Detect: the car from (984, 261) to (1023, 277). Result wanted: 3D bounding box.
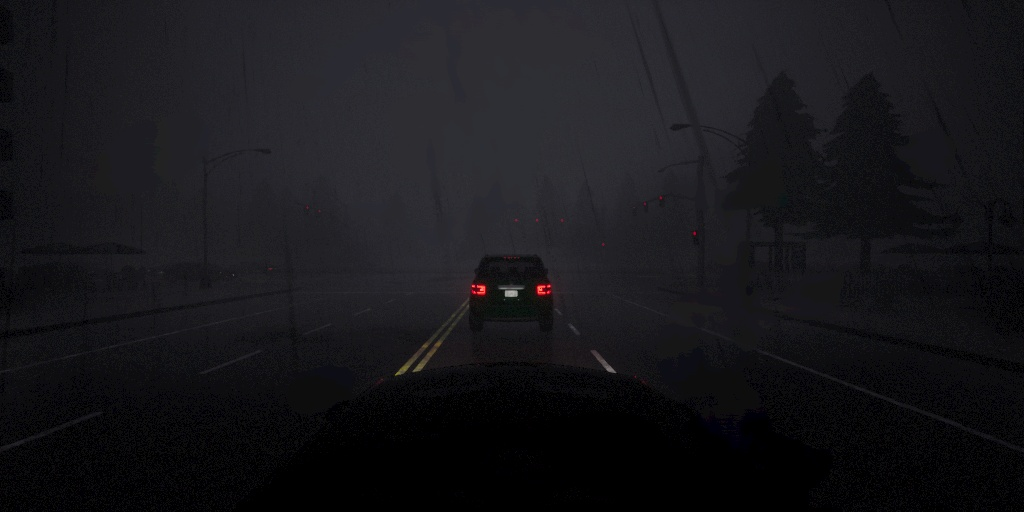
[{"bbox_3d":[46.673,1.185,32.681,4.902,1.511,2.128,0,0,18],"label":"car"}]

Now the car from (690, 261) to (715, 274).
[{"bbox_3d":[21.507,1.220,38.202,4.674,1.442,1.812,0,0,0],"label":"car"}]

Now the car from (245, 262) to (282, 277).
[{"bbox_3d":[-25.164,1.242,34.340,5.357,1.411,2.033,0,0,0],"label":"car"}]

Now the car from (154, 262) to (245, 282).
[{"bbox_3d":[-23.529,1.199,27.129,4.892,1.490,1.837,0,0,-1],"label":"car"}]

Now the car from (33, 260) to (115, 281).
[{"bbox_3d":[-32.998,1.172,26.954,5.008,1.535,1.882,0,0,-2],"label":"car"}]

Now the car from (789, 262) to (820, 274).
[{"bbox_3d":[32.102,1.295,38.190,4.718,1.301,1.895,0,0,1],"label":"car"}]

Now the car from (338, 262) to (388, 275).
[{"bbox_3d":[-15.760,1.295,37.917,4.718,1.301,1.895,0,0,0],"label":"car"}]

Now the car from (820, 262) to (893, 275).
[{"bbox_3d":[33.635,1.242,34.693,5.357,1.411,2.033,0,0,1],"label":"car"}]

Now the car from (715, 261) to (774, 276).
[{"bbox_3d":[22.954,1.186,34.707,4.902,1.511,2.128,0,0,0],"label":"car"}]

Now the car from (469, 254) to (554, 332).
[{"bbox_3d":[-0.018,0.971,11.060,2.150,2.045,5.566,0,0,0],"label":"car"}]

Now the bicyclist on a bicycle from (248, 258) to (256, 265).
[{"bbox_3d":[-30.088,0.995,41.582,0.582,1.620,1.656,0,0,0],"label":"bicyclist on a bicycle"}]

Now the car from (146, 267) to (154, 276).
[{"bbox_3d":[-27.761,1.242,30.590,5.357,1.411,2.033,0,0,-2],"label":"car"}]
